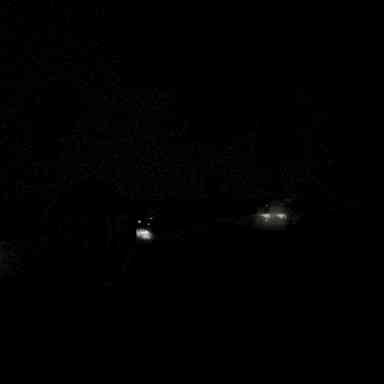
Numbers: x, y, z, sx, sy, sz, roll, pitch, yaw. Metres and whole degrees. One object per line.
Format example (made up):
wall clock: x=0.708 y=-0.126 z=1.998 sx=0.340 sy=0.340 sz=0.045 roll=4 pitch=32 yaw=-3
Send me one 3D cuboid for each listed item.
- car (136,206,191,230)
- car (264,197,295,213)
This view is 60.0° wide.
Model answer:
car: x=-1.907 y=1.554 z=21.048 sx=1.994 sy=1.385 sz=4.181 roll=-2 pitch=-1 yaw=36
car: x=9.751 y=1.400 z=36.881 sx=2.097 sy=1.767 sz=4.553 roll=-2 pitch=-1 yaw=36
